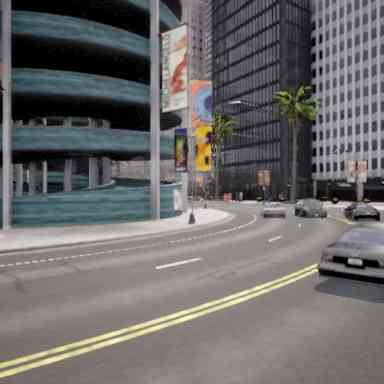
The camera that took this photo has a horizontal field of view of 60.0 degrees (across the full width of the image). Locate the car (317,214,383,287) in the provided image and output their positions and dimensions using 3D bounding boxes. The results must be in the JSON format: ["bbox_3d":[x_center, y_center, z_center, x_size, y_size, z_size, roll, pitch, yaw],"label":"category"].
[{"bbox_3d":[5.186,1.561,9.096,2.033,1.411,5.357,0,0,41],"label":"car"}]

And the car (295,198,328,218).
[{"bbox_3d":[10.838,1.417,30.502,2.097,1.767,4.553,0,0,7],"label":"car"}]

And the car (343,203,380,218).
[{"bbox_3d":[14.109,1.607,27.847,1.994,1.385,4.181,0,0,12],"label":"car"}]

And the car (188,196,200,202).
[{"bbox_3d":[0.050,1.768,82.911,2.231,1.521,4.892,0,0,-33],"label":"car"}]

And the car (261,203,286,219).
[{"bbox_3d":[7.462,1.679,30.500,1.895,1.301,4.718,0,0,8],"label":"car"}]
